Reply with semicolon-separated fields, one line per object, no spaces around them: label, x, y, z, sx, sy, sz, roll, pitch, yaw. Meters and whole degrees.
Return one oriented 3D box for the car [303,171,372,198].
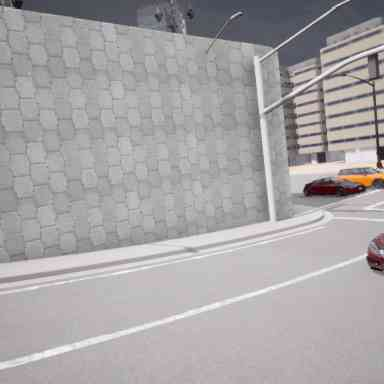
car;10.122;-0.412;23.903;1.994;1.385;4.181;-10;6;-35

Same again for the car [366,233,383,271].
car;6.299;1.092;8.440;4.674;1.442;1.812;-6;4;-36

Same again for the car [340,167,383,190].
car;13.300;-1.154;25.541;2.097;1.767;4.553;-11;6;-37
